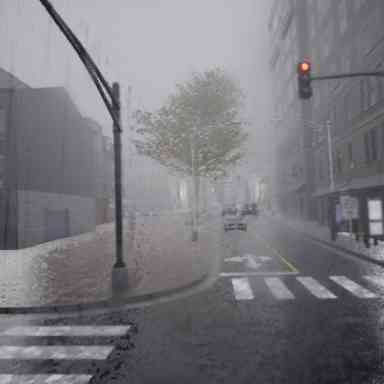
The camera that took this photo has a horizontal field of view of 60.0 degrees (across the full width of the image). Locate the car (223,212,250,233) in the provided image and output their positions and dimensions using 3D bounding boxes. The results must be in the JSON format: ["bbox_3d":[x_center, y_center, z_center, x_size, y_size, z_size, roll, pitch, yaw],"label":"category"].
[{"bbox_3d":[3.808,2.790,29.477,1.895,1.301,4.718,-2,-1,5],"label":"car"}]

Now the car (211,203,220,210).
[{"bbox_3d":[5.928,3.598,84.017,2.192,1.841,5.009,-1,-2,5],"label":"car"}]

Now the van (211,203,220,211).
[{"bbox_3d":[5.233,3.390,75.743,1.690,1.788,3.998,-1,-2,5],"label":"van"}]

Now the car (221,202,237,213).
[{"bbox_3d":[5.802,2.610,51.746,2.150,2.045,5.566,-2,0,5],"label":"car"}]

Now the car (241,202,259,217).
[{"bbox_3d":[8.259,2.508,47.630,2.150,2.045,5.566,-2,0,5],"label":"car"}]

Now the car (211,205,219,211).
[{"bbox_3d":[5.512,3.693,79.044,2.008,1.369,4.403,-1,-2,5],"label":"car"}]
